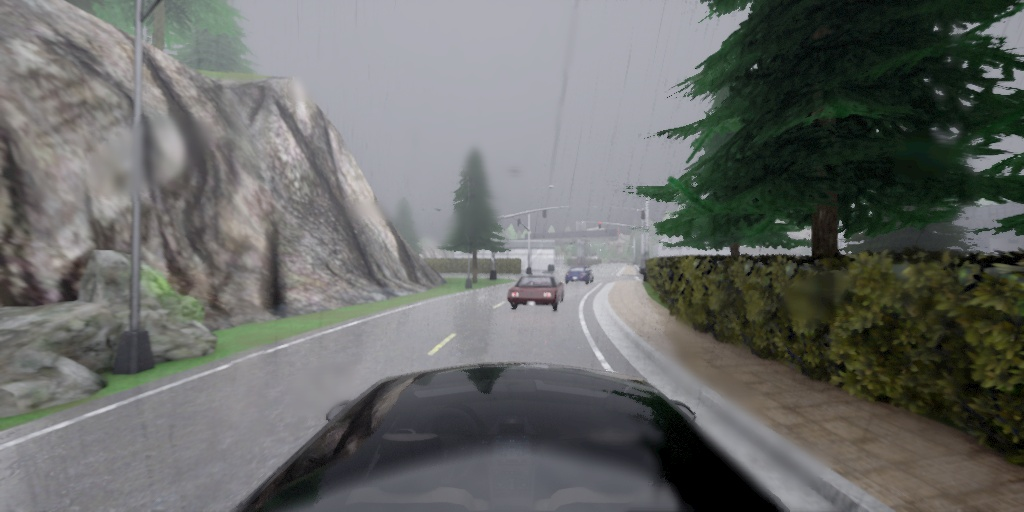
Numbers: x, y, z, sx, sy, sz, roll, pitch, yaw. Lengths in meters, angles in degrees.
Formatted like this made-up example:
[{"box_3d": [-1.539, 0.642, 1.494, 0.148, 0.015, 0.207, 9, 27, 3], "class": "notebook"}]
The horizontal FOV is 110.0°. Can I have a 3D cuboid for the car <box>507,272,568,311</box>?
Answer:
[{"box_3d": [1.191, 1.479, 15.392, 1.895, 1.301, 4.718, 0, 0, 12], "class": "car"}]

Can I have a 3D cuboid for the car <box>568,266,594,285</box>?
[{"box_3d": [5.618, 1.545, 29.799, 1.812, 1.442, 4.674, 0, 0, 19], "class": "car"}]
